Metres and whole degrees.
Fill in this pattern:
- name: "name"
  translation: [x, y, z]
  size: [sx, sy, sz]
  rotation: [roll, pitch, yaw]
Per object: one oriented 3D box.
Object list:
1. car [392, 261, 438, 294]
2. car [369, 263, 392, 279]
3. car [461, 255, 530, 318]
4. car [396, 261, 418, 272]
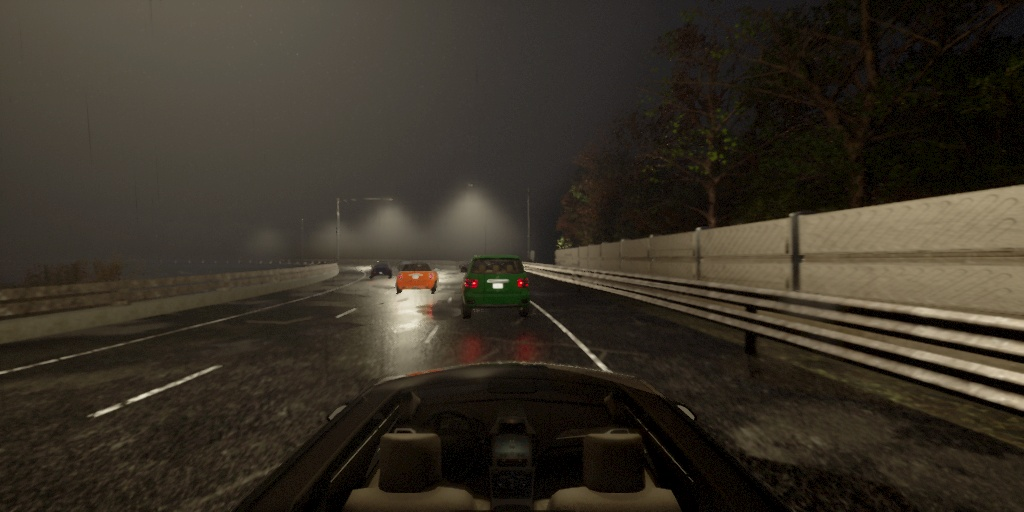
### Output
- name: "car"
  translation: [-5.418, 1.137, 20.922]
  size: [2.097, 1.767, 4.553]
  rotation: [0, 0, -10]
- name: "car"
  translation: [-12.347, 1.346, 34.015]
  size: [1.812, 1.442, 4.674]
  rotation: [0, 0, -18]
- name: "car"
  translation: [-0.699, 0.983, 13.279]
  size: [2.150, 2.045, 5.566]
  rotation: [0, 0, -6]
- name: "car"
  translation: [-14.254, 1.386, 48.336]
  size: [2.033, 1.411, 5.357]
  rotation: [0, 0, -26]
